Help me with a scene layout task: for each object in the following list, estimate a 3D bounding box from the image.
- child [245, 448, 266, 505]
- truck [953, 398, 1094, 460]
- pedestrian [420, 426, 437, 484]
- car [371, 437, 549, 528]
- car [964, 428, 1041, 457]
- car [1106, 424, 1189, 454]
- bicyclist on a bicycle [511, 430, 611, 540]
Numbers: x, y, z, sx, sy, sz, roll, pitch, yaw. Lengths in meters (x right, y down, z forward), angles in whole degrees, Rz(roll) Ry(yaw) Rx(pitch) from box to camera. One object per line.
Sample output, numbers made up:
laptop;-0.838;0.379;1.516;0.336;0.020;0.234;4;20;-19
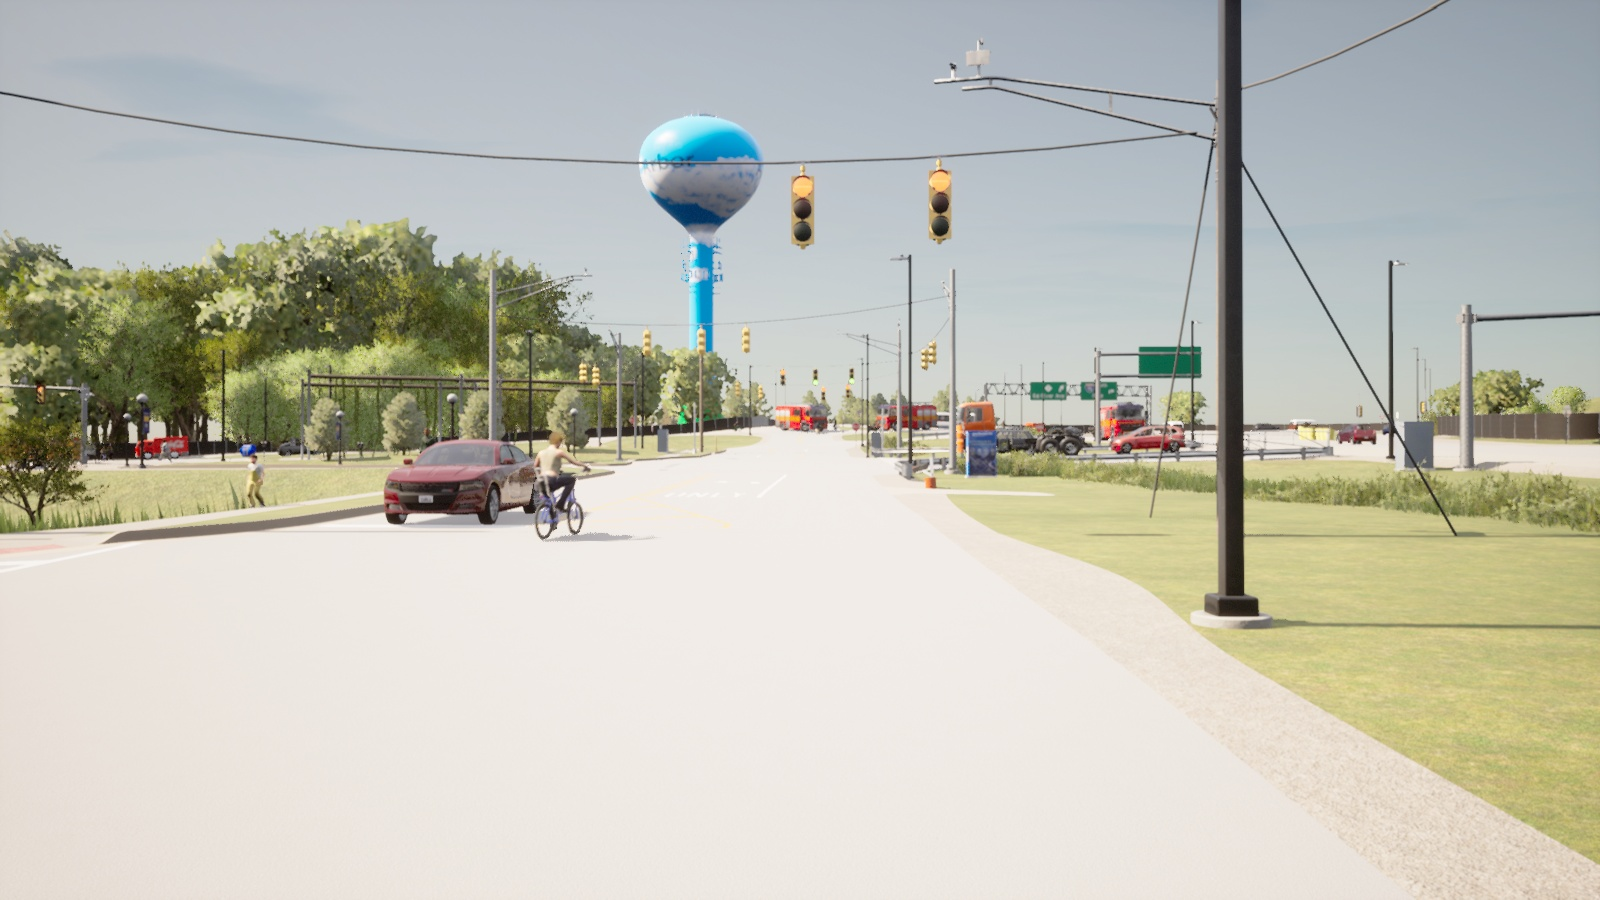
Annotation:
child;-12.048;0.586;27.783;0.270;1.263;0.437;0;0;3
truck;13.283;-1.258;75.165;7.936;3.462;2.891;-1;1;2
pedestrian;-11.882;0.150;40.184;0.353;1.847;0.614;0;0;1
car;-6.260;0.524;23.773;1.882;1.535;5.008;0;0;2
car;12.665;-0.468;78.794;4.553;1.767;2.097;0;1;4
car;21.670;-0.705;78.450;4.611;1.667;2.242;-2;1;2
bicyclist on a bicycle;-3.639;0.523;19.257;0.866;1.612;1.509;-1;0;18
